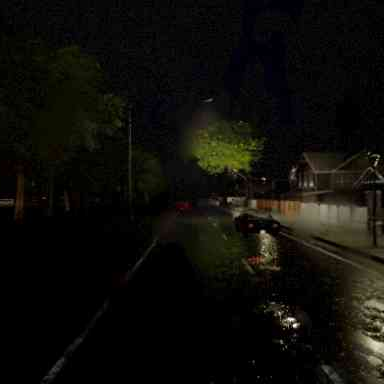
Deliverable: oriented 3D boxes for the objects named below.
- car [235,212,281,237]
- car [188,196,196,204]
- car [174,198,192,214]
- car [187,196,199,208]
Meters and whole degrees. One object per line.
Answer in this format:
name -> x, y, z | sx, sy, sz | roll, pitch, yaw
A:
car -> 3.602, 1.768, 19.124 | 1.895, 1.301, 4.718 | 0, -1, 0
car -> 0.004, 1.988, 84.051 | 2.150, 2.045, 5.566 | 0, 0, 0
car -> -1.223, 1.879, 42.047 | 1.882, 1.535, 5.008 | 0, -1, 0
car -> 0.004, 1.843, 60.686 | 2.150, 2.045, 5.566 | 0, -1, 0
